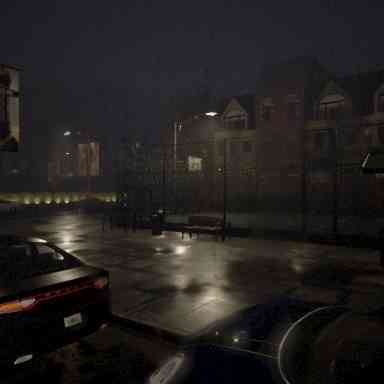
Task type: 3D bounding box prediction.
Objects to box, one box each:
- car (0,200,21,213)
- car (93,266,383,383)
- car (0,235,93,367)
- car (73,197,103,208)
[{"bbox_3d":[-20.439,1.525,34.784,1.812,1.442,4.674,0,0,36],"label":"car"},{"bbox_3d":[1.777,1.354,2.036,4.553,1.767,2.185,0,0,35],"label":"car"},{"bbox_3d":[-3.532,1.480,5.656,5.008,1.535,2.097,0,0,35],"label":"car"},{"bbox_3d":[-15.077,1.525,48.486,1.812,1.442,4.674,0,0,35],"label":"car"}]
